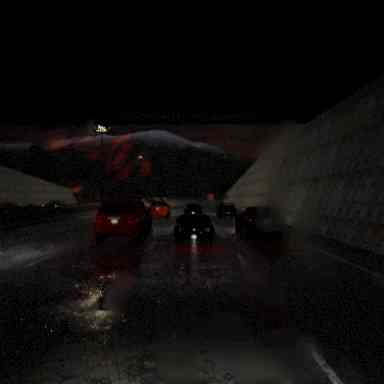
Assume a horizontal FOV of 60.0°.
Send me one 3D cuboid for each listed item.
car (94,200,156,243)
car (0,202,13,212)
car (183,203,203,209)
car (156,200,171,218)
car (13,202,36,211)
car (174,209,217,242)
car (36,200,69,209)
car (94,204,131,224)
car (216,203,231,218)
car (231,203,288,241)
[{"bbox_3d":[-3.398,1.410,17.264,2.150,2.045,5.566,0,-1,0],"label":"car"},{"bbox_3d":[-24.557,2.002,43.955,1.812,1.442,4.674,0,0,0],"label":"car"},{"bbox_3d":[0.120,1.890,35.327,1.837,1.490,4.892,0,-1,0],"label":"car"},{"bbox_3d":[-3.381,1.732,34.966,2.097,1.767,4.553,0,-1,0],"label":"car"},{"bbox_3d":[-21.060,2.075,43.744,1.895,1.301,4.718,0,-1,0],"label":"car"},{"bbox_3d":[0.102,1.793,17.614,1.895,1.301,4.718,0,-1,0],"label":"car"},{"bbox_3d":[-17.560,1.814,42.726,2.097,1.767,4.553,0,0,0],"label":"car"},{"bbox_3d":[-6.887,1.867,29.394,2.033,1.411,5.357,0,-1,0],"label":"car"},{"bbox_3d":[3.620,1.876,35.241,2.128,1.511,4.902,0,-1,0],"label":"car"},{"bbox_3d":[3.603,1.549,18.044,2.097,1.767,4.553,0,-1,0],"label":"car"}]
